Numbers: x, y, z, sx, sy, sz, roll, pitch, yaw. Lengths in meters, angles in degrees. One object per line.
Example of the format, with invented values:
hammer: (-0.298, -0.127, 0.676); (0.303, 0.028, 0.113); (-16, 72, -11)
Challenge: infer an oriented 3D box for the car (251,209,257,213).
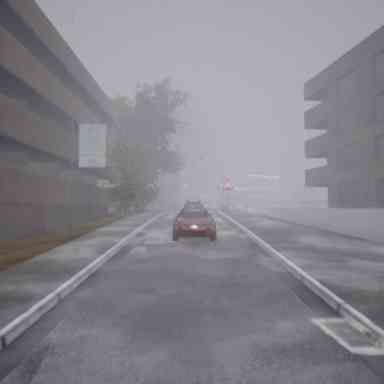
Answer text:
car: (13.679, 4.675, 81.113); (1.946, 1.575, 5.366); (7, -5, -30)

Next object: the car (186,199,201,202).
car: (0.194, 1.416, 32.659); (2.128, 1.511, 4.902); (0, -1, 1)

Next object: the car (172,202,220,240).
car: (0.105, 1.422, 16.171); (1.994, 1.385, 4.181); (0, 1, 0)

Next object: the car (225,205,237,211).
car: (7.848, 3.946, 79.869); (2.185, 1.767, 4.553); (7, -5, -30)

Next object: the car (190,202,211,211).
car: (1.996, 3.383, 78.792); (2.435, 2.045, 5.566); (2, -4, -30)

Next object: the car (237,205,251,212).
car: (10.846, 4.124, 80.424); (2.435, 2.045, 5.566); (8, -5, -30)
